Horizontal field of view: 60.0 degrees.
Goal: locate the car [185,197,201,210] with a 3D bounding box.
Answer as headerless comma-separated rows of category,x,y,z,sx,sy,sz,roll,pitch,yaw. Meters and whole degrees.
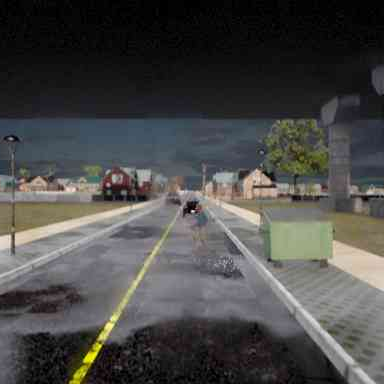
car,0.074,1.447,43.633,2.033,1.411,5.357,0,0,-1

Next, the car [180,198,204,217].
car,0.091,1.459,30.398,1.812,1.442,4.674,0,0,0

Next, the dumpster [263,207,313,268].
dumpster,2.997,1.373,10.663,1.020,1.700,1.940,-1,-1,0

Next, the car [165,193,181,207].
car,-2.825,1.104,50.388,2.150,2.045,5.566,0,0,0

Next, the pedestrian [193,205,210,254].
pedestrian,0.340,1.270,11.683,0.375,1.860,0.375,1,-1,0
